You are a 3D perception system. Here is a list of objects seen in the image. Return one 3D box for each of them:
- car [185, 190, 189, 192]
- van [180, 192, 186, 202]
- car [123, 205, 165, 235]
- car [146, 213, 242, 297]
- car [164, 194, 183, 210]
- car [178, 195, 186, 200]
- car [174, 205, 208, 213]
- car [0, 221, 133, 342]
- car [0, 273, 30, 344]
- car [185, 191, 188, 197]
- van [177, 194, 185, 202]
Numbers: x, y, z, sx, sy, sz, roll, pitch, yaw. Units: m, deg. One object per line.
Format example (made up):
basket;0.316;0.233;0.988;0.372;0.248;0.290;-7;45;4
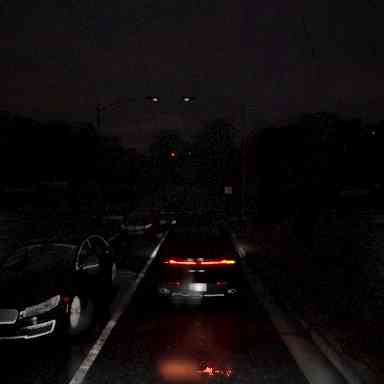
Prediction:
car;-2.566;1.145;94.110;2.192;1.841;5.009;-1;1;0
van;-2.599;1.369;66.396;1.690;1.788;3.998;-1;0;0
car;-2.642;1.584;17.463;1.802;1.307;4.206;-2;0;0
car;0.111;1.503;8.521;1.837;1.490;4.892;0;0;0
car;-2.623;1.489;44.240;1.967;1.590;4.097;-2;0;0
car;-2.569;1.442;88.560;2.008;1.369;4.403;-1;0;0
car;0.147;1.604;18.652;1.895;1.301;4.718;0;0;1
car;-2.653;1.549;6.568;2.008;1.369;4.403;-2;0;0
car;-2.658;1.550;1.120;2.008;1.369;4.403;-2;0;0
car;-2.595;1.318;71.940;2.192;1.841;5.009;-1;0;0
van;-2.587;1.313;77.476;1.690;1.788;3.998;-1;0;0
